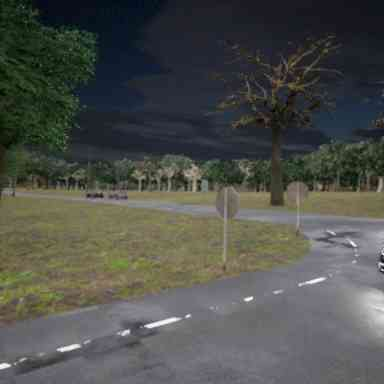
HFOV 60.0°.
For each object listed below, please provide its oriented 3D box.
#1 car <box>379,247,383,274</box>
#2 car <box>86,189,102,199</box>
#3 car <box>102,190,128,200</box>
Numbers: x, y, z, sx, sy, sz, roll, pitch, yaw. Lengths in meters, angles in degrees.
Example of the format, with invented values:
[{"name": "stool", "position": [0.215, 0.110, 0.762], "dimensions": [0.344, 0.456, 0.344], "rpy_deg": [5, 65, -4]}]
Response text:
[{"name": "car", "position": [6.758, 1.356, 8.654], "dimensions": [4.892, 1.490, 1.837], "rpy_deg": [-2, 2, -35]}, {"name": "car", "position": [-17.669, 0.290, 60.397], "dimensions": [2.097, 1.767, 4.553], "rpy_deg": [1, -1, -36]}, {"name": "car", "position": [-11.686, 0.480, 52.073], "dimensions": [2.128, 1.511, 4.902], "rpy_deg": [1, 0, -35]}]
